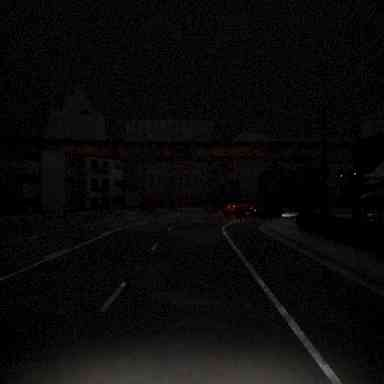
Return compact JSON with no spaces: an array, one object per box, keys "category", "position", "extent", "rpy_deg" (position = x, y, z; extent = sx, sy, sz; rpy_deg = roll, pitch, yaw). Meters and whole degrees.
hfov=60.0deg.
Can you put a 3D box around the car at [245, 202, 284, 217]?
[{"category":"car","position":[8.337,1.972,36.851],"extent":[4.181,1.385,1.994],"rpy_deg":[0,-1,-39]}]

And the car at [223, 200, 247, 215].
[{"category":"car","position":[5.831,1.786,39.364],"extent":[4.553,1.767,2.097],"rpy_deg":[1,-1,-40]}]
